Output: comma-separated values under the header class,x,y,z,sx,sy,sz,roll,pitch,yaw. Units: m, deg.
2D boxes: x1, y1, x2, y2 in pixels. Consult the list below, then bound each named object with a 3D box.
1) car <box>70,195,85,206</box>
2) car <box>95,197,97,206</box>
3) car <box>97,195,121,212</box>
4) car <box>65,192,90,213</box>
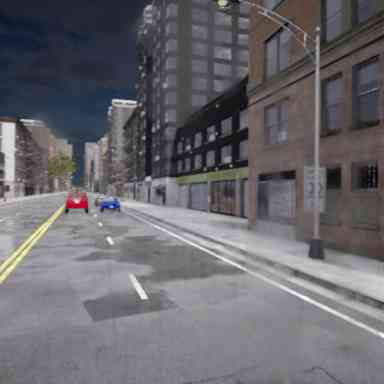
class,x,y,z,sx,sy,sz,roll,pitch,yaw
car,-16.006,1.167,46.706,1.812,1.442,4.674,1,0,-18
car,-12.460,1.179,46.127,2.128,1.511,4.902,1,0,-18
car,-8.622,1.257,34.854,1.882,1.535,5.008,1,0,-18
car,-11.393,0.974,33.060,2.150,2.045,5.566,1,0,-19
